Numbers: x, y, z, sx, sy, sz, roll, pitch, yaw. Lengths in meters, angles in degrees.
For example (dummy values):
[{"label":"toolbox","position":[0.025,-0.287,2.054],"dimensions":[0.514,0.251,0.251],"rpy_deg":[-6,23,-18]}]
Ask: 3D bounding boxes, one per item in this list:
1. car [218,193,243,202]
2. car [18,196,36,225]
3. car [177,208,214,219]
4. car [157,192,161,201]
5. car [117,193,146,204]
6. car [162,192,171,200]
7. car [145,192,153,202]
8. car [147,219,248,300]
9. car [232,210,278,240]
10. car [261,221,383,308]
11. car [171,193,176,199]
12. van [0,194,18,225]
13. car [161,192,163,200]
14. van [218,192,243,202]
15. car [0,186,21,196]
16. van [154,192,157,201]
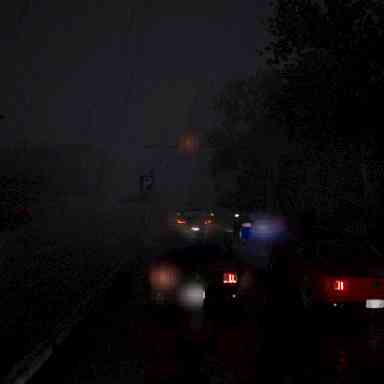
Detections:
[{"label":"car","position":[7.668,1.141,66.919],"dimensions":[4.553,1.767,2.185],"rpy_deg":[1,0,-14]},{"label":"car","position":[-13.627,1.403,23.549],"dimensions":[4.553,1.767,2.185],"rpy_deg":[-1,0,-19]},{"label":"car","position":[0.171,1.552,17.452],"dimensions":[1.812,1.442,4.674],"rpy_deg":[0,0,1]},{"label":"car","position":[-10.011,1.321,73.311],"dimensions":[4.892,1.521,2.231],"rpy_deg":[-1,0,-14]},{"label":"car","position":[-11.443,1.358,61.355],"dimensions":[4.792,1.488,2.163],"rpy_deg":[-1,0,-15]},{"label":"car","position":[-8.451,1.357,85.290],"dimensions":[4.674,1.452,2.002],"rpy_deg":[-1,0,-12]},{"label":"car","position":[-10.798,1.315,64.348],"dimensions":[5.366,1.575,1.946],"rpy_deg":[-1,0,-15]},{"label":"car","position":[0.110,1.612,8.350],"dimensions":[1.895,1.301,4.718],"rpy_deg":[0,0,0]},{"label":"car","position":[3.164,1.588,16.607],"dimensions":[1.994,1.385,4.181],"rpy_deg":[0,0,1]},{"label":"car","position":[3.120,1.611,7.859],"dimensions":[1.895,1.301,4.718],"rpy_deg":[0,0,0]},{"label":"car","position":[-8.001,1.064,88.296],"dimensions":[5.566,2.045,2.435],"rpy_deg":[-1,0,-12]},{"label":"van","position":[-13.602,1.296,20.571],"dimensions":[4.442,1.987,1.878],"rpy_deg":[-1,0,-19]},{"label":"car","position":[-9.639,1.359,76.306],"dimensions":[4.674,1.452,2.002],"rpy_deg":[-1,0,-13]},{"label":"van","position":[7.284,1.042,63.950],"dimensions":[4.442,1.987,1.878],"rpy_deg":[1,0,-14]},{"label":"car","position":[-28.164,0.136,52.224],"dimensions":[2.002,1.452,4.674],"rpy_deg":[6,-3,-19]},{"label":"van","position":[-10.239,1.093,70.340],"dimensions":[4.442,1.987,1.878],"rpy_deg":[-1,0,-14]}]
